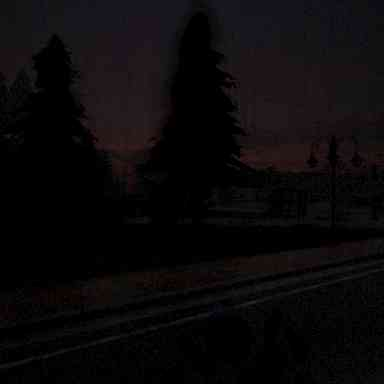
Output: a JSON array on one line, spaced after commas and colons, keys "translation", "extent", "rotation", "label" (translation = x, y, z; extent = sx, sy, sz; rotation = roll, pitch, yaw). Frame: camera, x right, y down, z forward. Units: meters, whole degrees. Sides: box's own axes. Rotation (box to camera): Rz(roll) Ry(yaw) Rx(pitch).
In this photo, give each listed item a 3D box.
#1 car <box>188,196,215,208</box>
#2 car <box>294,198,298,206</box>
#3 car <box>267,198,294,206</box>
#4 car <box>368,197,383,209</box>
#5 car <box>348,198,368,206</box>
[{"translation": [1.501, 1.601, 55.916], "extent": [2.150, 2.045, 5.566], "rotation": [1, -1, -36], "label": "car"}, {"translation": [19.374, 1.929, 66.790], "extent": [2.152, 1.636, 5.027], "rotation": [1, 0, -36], "label": "car"}, {"translation": [16.851, 1.904, 64.925], "extent": [2.007, 1.523, 4.514], "rotation": [1, 0, -36], "label": "car"}, {"translation": [30.095, 1.981, 51.510], "extent": [1.970, 1.475, 3.806], "rotation": [1, 0, -36], "label": "car"}, {"translation": [33.473, 2.045, 67.423], "extent": [1.845, 1.501, 3.633], "rotation": [1, 0, -36], "label": "car"}]
